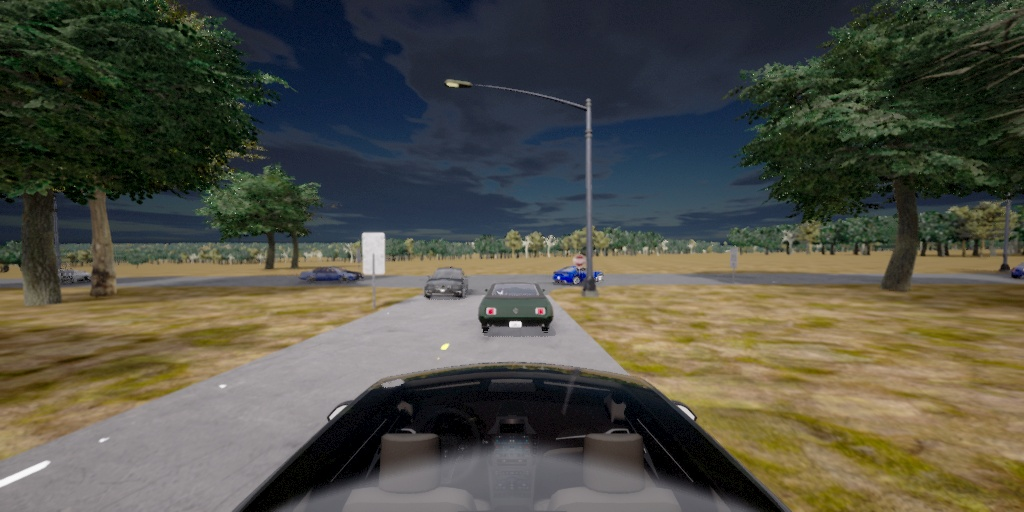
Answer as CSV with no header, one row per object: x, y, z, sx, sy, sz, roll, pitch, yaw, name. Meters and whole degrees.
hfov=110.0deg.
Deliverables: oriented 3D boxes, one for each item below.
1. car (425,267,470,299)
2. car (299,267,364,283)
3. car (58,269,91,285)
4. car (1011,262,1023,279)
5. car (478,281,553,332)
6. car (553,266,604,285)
-3.309,1.364,18.908,1.837,1.490,4.892,1,0,-3,car
-16.476,1.682,32.769,5.357,1.411,2.033,0,2,3,car
-42.817,2.002,34.795,4.181,1.385,1.994,-1,2,6,car
50.618,1.353,34.026,4.553,1.767,2.097,0,2,-5,car
0.091,1.410,11.076,1.895,1.301,4.718,0,0,0,car
5.666,1.540,30.186,5.008,1.535,1.882,-2,1,-39,car
